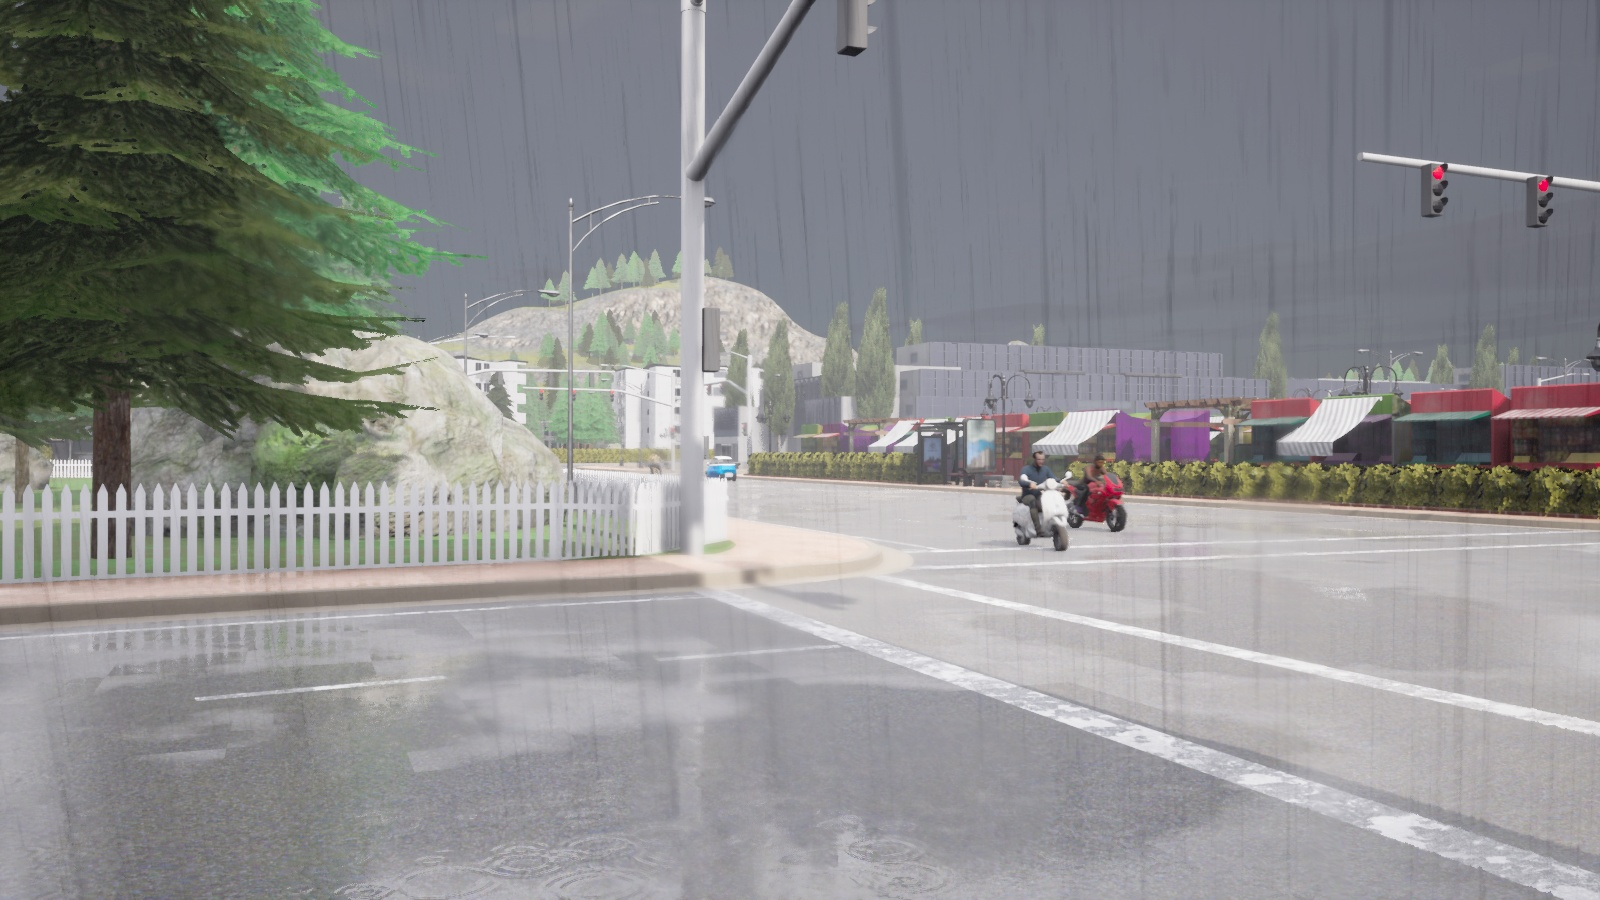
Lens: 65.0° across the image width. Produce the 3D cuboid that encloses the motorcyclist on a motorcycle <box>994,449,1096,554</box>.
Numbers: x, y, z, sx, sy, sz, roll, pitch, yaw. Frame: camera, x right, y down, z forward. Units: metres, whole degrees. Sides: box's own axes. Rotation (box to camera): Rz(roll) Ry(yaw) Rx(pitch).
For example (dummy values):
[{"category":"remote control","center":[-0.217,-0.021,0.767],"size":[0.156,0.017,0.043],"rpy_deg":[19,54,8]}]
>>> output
[{"category":"motorcyclist on a motorcycle","center":[3.926,0.795,20.249],"size":[0.866,1.590,1.817],"rpy_deg":[-1,0,-15]}]

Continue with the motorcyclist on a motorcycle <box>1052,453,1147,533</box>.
[{"category":"motorcyclist on a motorcycle","center":[5.946,0.831,25.058],"size":[0.797,1.523,2.044],"rpy_deg":[0,0,-22]}]

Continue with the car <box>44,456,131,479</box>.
[{"category":"car","center":[-46.175,1.123,81.488],"size":[4.674,1.442,1.812],"rpy_deg":[0,0,-21]}]

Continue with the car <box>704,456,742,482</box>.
[{"category":"car","center":[-4.245,1.034,68.990],"size":[1.481,1.376,2.207],"rpy_deg":[0,0,-22]}]
